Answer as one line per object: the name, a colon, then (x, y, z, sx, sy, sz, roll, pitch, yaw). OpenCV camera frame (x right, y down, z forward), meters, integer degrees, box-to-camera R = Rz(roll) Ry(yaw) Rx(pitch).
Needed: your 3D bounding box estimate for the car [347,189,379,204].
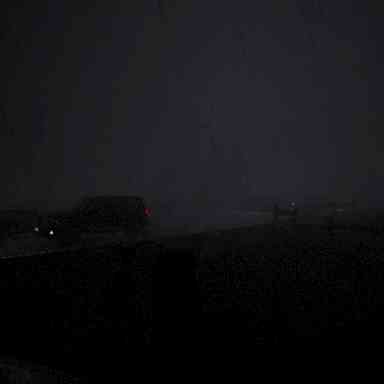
car: (22.992, 0.622, 44.024, 2.150, 2.045, 5.566, 0, 0, 45)

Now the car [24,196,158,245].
car: (-4.628, 1.205, 16.007, 2.150, 2.045, 5.566, 0, 0, 44)

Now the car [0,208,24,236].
car: (-9.188, 1.534, 16.329, 1.812, 1.442, 4.674, 0, 0, 44)

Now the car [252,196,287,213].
car: (8.535, 1.419, 34.470, 1.994, 1.385, 4.181, 0, 0, 45)

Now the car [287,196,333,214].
car: (11.656, 1.193, 32.652, 2.097, 1.767, 4.553, 0, 0, 45)

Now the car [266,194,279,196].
car: (12.518, 1.131, 53.353, 2.097, 1.767, 4.553, 0, 0, 45)

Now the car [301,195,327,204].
car: (18.010, 1.073, 48.941, 1.895, 1.301, 4.718, 0, 0, 45)

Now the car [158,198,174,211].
car: (-4.064, 1.450, 36.617, 1.812, 1.442, 4.674, 0, 0, 44)

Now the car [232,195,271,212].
car: (6.478, 1.364, 37.371, 1.837, 1.490, 4.892, 0, 0, 45)

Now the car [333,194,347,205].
car: (20.523, 1.081, 46.504, 1.812, 1.442, 4.674, 0, 0, 45)
